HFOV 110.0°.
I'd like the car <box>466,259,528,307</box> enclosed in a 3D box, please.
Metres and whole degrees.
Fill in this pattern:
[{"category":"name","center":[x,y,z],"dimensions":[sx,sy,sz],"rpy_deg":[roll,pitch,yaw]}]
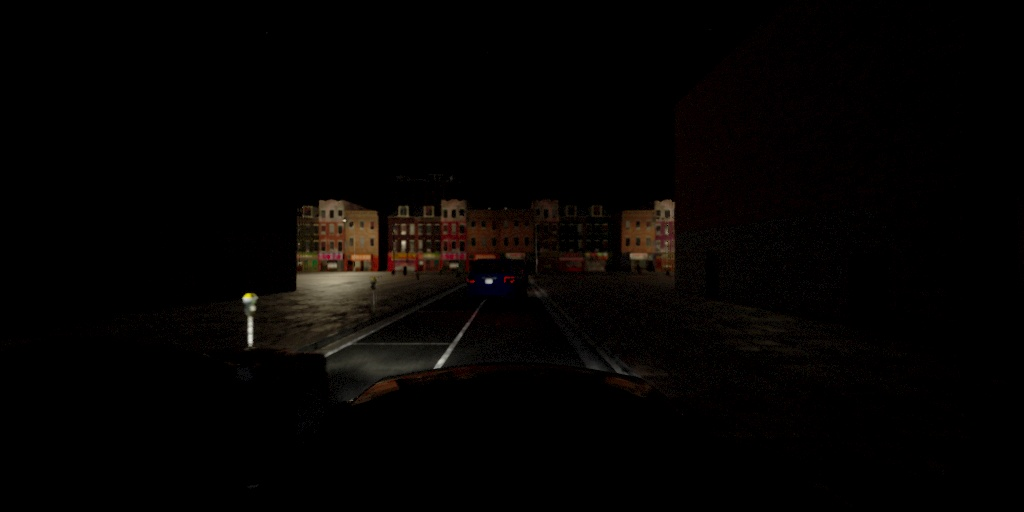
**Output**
[{"category":"car","center":[-0.554,1.161,16.902],"dimensions":[2.150,2.045,5.566],"rpy_deg":[0,-1,8]}]

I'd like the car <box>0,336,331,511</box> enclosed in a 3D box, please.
[{"category":"car","center":[-3.015,1.233,2.133],"dimensions":[1.882,1.535,5.008],"rpy_deg":[0,-1,0]}]
